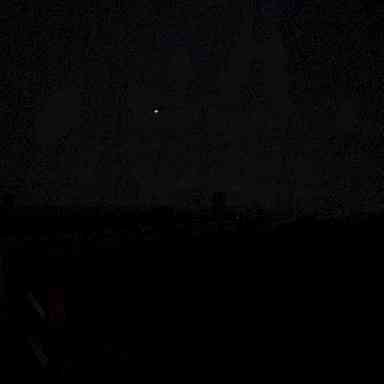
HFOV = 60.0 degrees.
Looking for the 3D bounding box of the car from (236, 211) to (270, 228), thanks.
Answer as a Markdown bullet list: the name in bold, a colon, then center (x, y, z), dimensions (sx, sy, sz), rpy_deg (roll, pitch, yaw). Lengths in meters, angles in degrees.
- **car**: center (5.850, 2.547, 31.531), dimensions (1.812, 1.442, 4.674), rpy_deg (3, 0, 36)
